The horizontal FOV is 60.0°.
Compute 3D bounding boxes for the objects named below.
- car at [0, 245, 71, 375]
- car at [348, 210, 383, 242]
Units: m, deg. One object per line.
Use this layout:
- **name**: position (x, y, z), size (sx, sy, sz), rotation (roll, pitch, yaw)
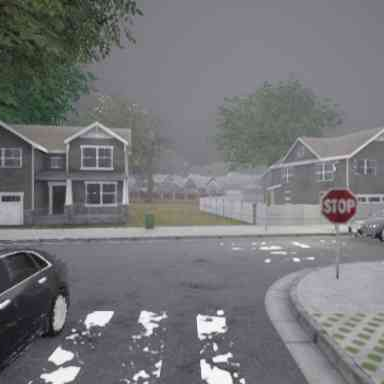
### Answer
- **car**: position (-2.996, 1.503, 3.834), size (1.837, 1.490, 4.892), rotation (-1, 0, 0)
- **car**: position (9.926, 1.517, 15.952), size (4.902, 1.511, 2.128), rotation (0, 0, -13)
